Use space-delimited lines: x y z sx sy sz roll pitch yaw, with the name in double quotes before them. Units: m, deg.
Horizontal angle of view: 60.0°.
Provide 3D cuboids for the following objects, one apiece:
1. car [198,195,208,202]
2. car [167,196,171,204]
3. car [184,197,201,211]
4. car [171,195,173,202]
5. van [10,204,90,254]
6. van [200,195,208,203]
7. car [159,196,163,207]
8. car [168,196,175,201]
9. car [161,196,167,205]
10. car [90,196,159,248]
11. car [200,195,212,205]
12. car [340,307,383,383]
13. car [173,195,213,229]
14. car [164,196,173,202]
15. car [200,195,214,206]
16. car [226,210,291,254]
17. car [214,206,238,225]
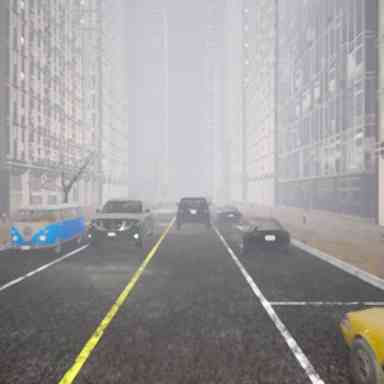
"car" 2.653 1.567 81.879 2.192 1.841 5.009 0 0 0
"car" -5.720 1.654 64.782 1.967 1.590 4.097 0 0 0
"car" 0.081 1.511 44.650 2.097 1.767 4.553 0 0 0
"car" -5.723 1.667 70.481 1.967 1.590 4.097 0 0 0
"van" -5.701 1.394 13.499 1.690 1.788 3.998 0 0 0
"van" 2.655 1.581 76.180 1.690 1.788 3.998 0 0 0
"car" -5.713 1.713 47.687 1.887 1.381 4.507 0 0 0
"car" -5.732 1.797 93.104 1.752 1.417 4.829 0 0 0
"car" -5.717 1.500 53.387 2.192 1.841 5.009 0 0 0
"car" -3.032 1.284 15.414 2.150 2.045 5.566 0 -1 0
"car" 2.660 1.529 64.784 2.192 1.841 5.009 0 0 0
"car" 2.685 1.535 2.271 1.752 1.417 4.829 0 0 0
"car" 0.091 1.306 22.428 2.150 2.045 5.566 0 0 0
"car" -5.727 1.802 81.878 2.008 1.369 4.403 0 0 0
"car" 2.662 1.515 59.085 2.192 1.841 5.009 0 0 0
"car" 2.681 1.619 13.498 1.947 1.339 4.313 0 0 0
"car" 2.676 1.660 24.894 1.947 1.339 4.313 0 0 0
